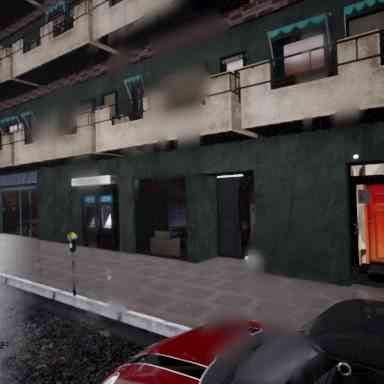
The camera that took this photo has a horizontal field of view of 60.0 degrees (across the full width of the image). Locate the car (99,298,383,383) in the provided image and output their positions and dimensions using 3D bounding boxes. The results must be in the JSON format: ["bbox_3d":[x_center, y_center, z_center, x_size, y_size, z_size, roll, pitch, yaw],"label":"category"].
[{"bbox_3d":[1.116,1.441,1.959,4.097,1.590,1.967,0,-2,36],"label":"car"}]
